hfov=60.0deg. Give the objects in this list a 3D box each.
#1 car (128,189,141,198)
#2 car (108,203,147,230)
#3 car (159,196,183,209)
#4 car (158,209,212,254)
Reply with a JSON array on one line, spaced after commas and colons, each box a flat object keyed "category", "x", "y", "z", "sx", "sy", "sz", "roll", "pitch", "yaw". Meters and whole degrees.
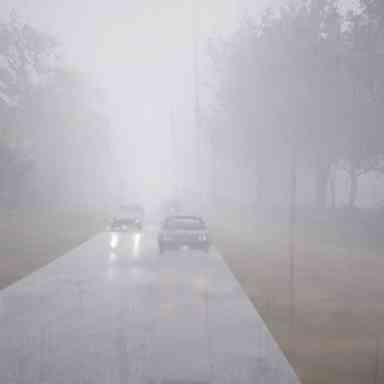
[{"category": "car", "x": -10.755, "y": 0.184, "z": 62.314, "sx": 2.097, "sy": 1.767, "sz": 4.553, "roll": 2, "pitch": 0, "yaw": -14}, {"category": "car", "x": -3.741, "y": 1.391, "z": 20.189, "sx": 2.033, "sy": 1.411, "sz": 5.357, "roll": 2, "pitch": 1, "yaw": -5}, {"category": "car", "x": -1.919, "y": 1.156, "z": 30.889, "sx": 1.837, "sy": 1.490, "sz": 4.892, "roll": 2, "pitch": 1, "yaw": -7}, {"category": "car", "x": -0.359, "y": 1.615, "z": 13.696, "sx": 1.895, "sy": 1.301, "sz": 4.718, "roll": 0, "pitch": 1, "yaw": -3}]
